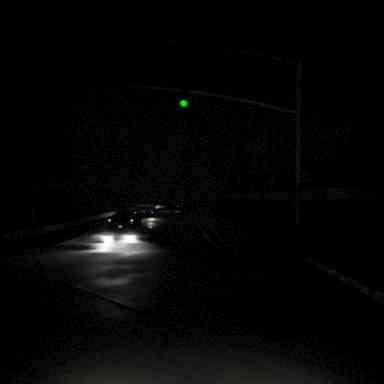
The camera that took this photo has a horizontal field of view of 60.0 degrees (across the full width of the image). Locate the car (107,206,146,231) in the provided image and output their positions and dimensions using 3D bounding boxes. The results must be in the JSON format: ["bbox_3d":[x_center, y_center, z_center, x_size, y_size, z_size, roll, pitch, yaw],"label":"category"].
[{"bbox_3d":[-4.659,1.928,23.451,1.895,1.301,4.718,1,-1,-2],"label":"car"}]

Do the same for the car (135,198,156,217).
[{"bbox_3d":[-5.338,1.784,38.626,2.150,2.045,5.566,1,-1,-3],"label":"car"}]

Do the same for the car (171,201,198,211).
[{"bbox_3d":[-1.226,2.368,56.428,5.008,1.535,1.882,2,-2,-40],"label":"car"}]
